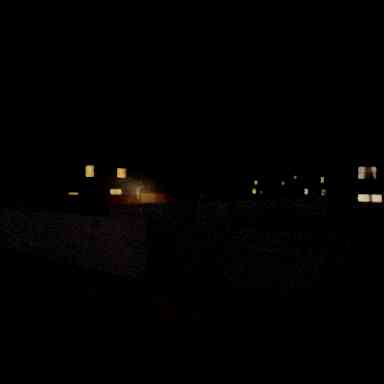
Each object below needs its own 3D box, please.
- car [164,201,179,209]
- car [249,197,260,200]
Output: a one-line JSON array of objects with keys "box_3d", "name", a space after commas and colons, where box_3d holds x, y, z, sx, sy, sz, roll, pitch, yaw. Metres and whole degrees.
[{"box_3d": [-1.306, 1.497, 29.188, 1.994, 1.385, 4.181, 2, 1, 37], "name": "car"}, {"box_3d": [10.112, 1.445, 53.091, 1.812, 1.442, 4.674, 2, 1, 11], "name": "car"}]
